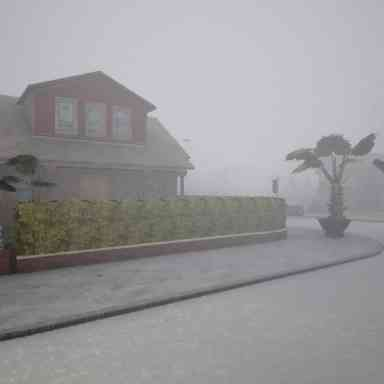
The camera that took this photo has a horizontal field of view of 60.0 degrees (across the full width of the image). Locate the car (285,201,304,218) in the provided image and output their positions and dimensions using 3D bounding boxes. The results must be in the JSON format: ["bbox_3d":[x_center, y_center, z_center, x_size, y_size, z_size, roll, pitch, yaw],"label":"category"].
[{"bbox_3d":[7.573,1.477,29.738,1.882,1.535,5.008,0,0,-34],"label":"car"}]
